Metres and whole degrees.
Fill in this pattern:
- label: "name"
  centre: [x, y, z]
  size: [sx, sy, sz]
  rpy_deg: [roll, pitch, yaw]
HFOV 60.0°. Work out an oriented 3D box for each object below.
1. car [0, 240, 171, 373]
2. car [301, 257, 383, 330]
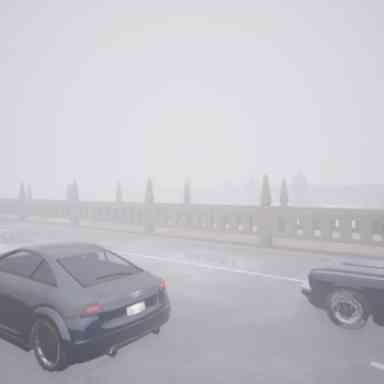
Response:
- label: "car"
  centre: [-2.389, 1.543, 5.680]
  size: [4.181, 1.385, 1.994]
  rpy_deg: [0, 0, 36]
- label: "car"
  centre: [4.275, 1.602, 5.224]
  size: [4.718, 1.301, 1.895]
  rpy_deg: [0, 0, 36]
